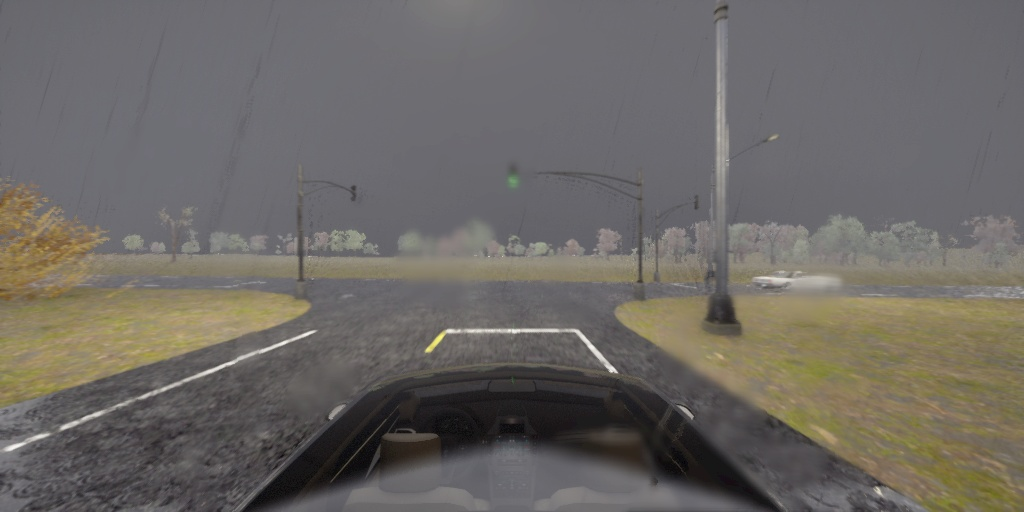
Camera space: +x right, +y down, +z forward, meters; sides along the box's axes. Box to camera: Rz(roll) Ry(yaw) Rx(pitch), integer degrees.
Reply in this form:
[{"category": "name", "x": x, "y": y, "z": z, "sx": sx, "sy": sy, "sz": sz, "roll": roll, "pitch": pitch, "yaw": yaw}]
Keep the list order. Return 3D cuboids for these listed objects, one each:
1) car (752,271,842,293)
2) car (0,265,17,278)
[{"category": "car", "x": 18.573, "y": 1.657, "z": 23.400, "sx": 4.718, "sy": 1.301, "sz": 1.895, "roll": 1, "pitch": 0, "yaw": -2}, {"category": "car", "x": -34.582, "y": 0.892, "z": 22.885, "sx": 4.181, "sy": 1.385, "sz": 1.994, "roll": 1, "pitch": 0, "yaw": 1}]
